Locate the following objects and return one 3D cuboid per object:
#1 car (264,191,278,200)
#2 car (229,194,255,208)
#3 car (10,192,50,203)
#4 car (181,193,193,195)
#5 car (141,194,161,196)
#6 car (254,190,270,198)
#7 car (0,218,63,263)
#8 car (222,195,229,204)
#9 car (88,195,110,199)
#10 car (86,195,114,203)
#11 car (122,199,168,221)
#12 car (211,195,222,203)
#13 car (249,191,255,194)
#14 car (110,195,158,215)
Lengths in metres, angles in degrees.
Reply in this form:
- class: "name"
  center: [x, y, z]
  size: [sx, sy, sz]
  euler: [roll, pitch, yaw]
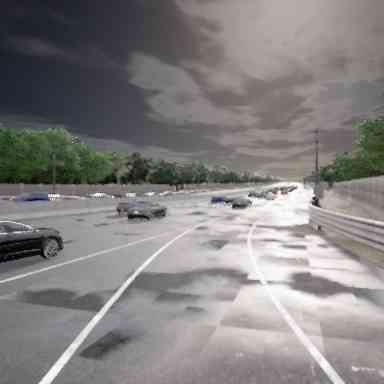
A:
- class: "car"
  center: [17.916, 1.029, 74.756]
  size: [1.812, 1.442, 4.674]
  euler: [0, 1, 20]
- class: "car"
  center: [6.787, 1.390, 44.758]
  size: [1.994, 1.385, 4.181]
  euler: [0, 0, 21]
- class: "car"
  center: [-22.517, 1.004, 46.526]
  size: [2.150, 2.045, 5.566]
  euler: [0, 0, 21]
- class: "car"
  center: [-1.200, 0.913, 73.483]
  size: [2.097, 1.767, 4.553]
  euler: [0, 1, 20]
- class: "car"
  center: [-6.620, 1.210, 58.937]
  size: [1.837, 1.490, 4.892]
  euler: [0, 1, 21]
- class: "car"
  center: [18.193, 0.802, 85.694]
  size: [2.033, 1.411, 5.357]
  euler: [0, 2, 20]
- class: "car"
  center: [-6.176, 1.556, 10.319]
  size: [2.128, 1.511, 4.902]
  euler: [0, 0, 21]
- class: "car"
  center: [6.871, 1.351, 54.981]
  size: [1.895, 1.301, 4.718]
  euler: [0, 0, 20]
- class: "car"
  center: [-12.493, 1.306, 43.398]
  size: [2.128, 1.511, 4.902]
  euler: [0, 1, 21]
- class: "car"
  center: [-16.899, 1.224, 61.385]
  size: [2.033, 1.411, 5.357]
  euler: [0, 0, 21]
- class: "car"
  center: [-3.546, 1.510, 27.242]
  size: [1.994, 1.385, 4.181]
  euler: [0, 0, 21]
- class: "car"
  center: [4.970, 1.189, 59.912]
  size: [1.882, 1.535, 5.008]
  euler: [0, 0, 20]
- class: "car"
  center: [17.357, 0.414, 93.626]
  size: [2.097, 1.767, 4.553]
  euler: [0, 2, 20]
- class: "car"
  center: [-5.421, 1.399, 32.189]
  size: [2.128, 1.511, 4.902]
  euler: [0, 0, 21]
